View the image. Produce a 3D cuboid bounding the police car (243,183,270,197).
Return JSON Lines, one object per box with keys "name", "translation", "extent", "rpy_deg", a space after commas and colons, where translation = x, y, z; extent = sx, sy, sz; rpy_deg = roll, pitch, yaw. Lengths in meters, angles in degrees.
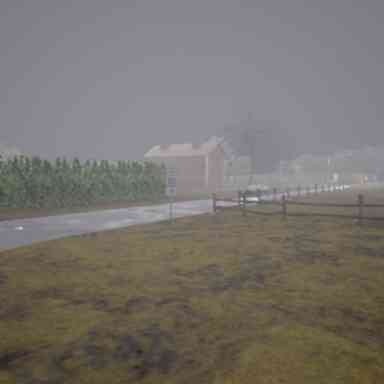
{"name": "police car", "translation": [8.004, -0.307, 41.328], "extent": [1.930, 1.638, 5.238], "rpy_deg": [3, 4, 35]}
